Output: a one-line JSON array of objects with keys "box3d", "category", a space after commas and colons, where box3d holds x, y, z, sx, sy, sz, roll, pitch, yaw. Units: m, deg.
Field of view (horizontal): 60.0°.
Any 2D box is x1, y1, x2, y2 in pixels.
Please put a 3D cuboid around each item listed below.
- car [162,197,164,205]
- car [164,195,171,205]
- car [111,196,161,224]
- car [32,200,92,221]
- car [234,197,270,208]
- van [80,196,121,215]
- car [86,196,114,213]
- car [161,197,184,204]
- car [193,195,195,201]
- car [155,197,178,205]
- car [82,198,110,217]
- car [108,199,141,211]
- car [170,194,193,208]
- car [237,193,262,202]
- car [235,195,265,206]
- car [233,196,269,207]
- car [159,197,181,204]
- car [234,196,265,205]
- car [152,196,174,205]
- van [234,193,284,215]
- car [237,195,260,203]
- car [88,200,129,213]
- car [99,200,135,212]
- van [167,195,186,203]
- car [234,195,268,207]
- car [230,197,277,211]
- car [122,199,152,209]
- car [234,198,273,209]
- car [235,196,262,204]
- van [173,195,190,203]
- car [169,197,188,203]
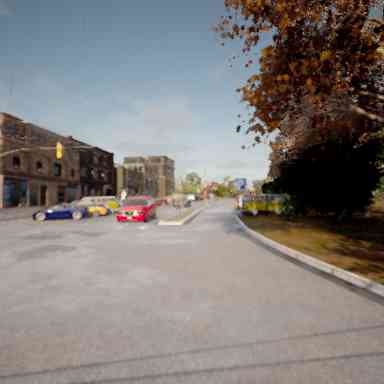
[{"box3d": [-8.164, 1.903, 60.136, 5.008, 1.535, 2.097, -2, -1, -12], "category": "car"}, {"box3d": [-7.232, 1.933, 66.101, 5.008, 1.535, 2.097, -2, 0, -11], "category": "car"}, {"box3d": [-4.219, 1.397, 26.196, 2.150, 2.045, 5.566, -1, 1, 5], "category": "car"}, {"box3d": [-11.863, 1.768, 30.196, 4.792, 1.488, 2.163, -2, 0, -15], "category": "car"}, {"box3d": [8.574, 1.531, 47.644, 4.674, 1.452, 2.002, 0, -1, -13], "category": "car"}, {"box3d": [-10.712, 1.556, 39.188, 4.442, 1.987, 1.878, -2, -1, -14], "category": "van"}, {"box3d": [-11.159, 1.642, 36.145, 4.553, 1.767, 2.185, -2, -1, -15], "category": "car"}, {"box3d": [-4.831, 2.005, 80.940, 5.366, 1.575, 1.946, -2, 0, -10], "category": "car"}, {"box3d": [-2.411, 2.051, 92.813, 5.008, 1.535, 2.097, -2, -1, -9], "category": "car"}, {"box3d": [-5.713, 1.977, 75.040, 4.892, 1.521, 2.231, -2, 0, -10], "category": "car"}, {"box3d": [-11.235, 1.739, 33.192, 5.366, 1.575, 1.946, -2, -1, -15], "category": "car"}, {"box3d": [-9.785, 1.877, 48.159, 4.674, 1.452, 2.002, -2, -1, -13], "category": "car"}, {"box3d": [-1.531, 1.554, 51.376, 2.097, 1.767, 4.553, -1, 0, 8], "category": "car"}, {"box3d": [14.225, 1.392, 82.770, 5.566, 2.045, 2.435, 0, -1, -9], "category": "car"}, {"box3d": [9.790, 1.408, 56.451, 4.553, 1.767, 2.185, 0, 0, -12], "category": "car"}, {"box3d": [9.529, 1.516, 53.557, 5.366, 1.575, 1.946, 0, -1, -12], "category": "car"}, {"box3d": [-5.202, 1.990, 78.015, 5.008, 1.535, 2.097, -2, -1, -10], "category": "car"}, {"box3d": [10.182, 1.547, 59.380, 5.008, 1.535, 2.097, 0, -1, -11], "category": "car"}, {"box3d": [-6.224, 1.836, 72.064, 4.553, 1.767, 2.185, -2, 0, -11], "category": "car"}, {"box3d": [6.843, 1.188, 32.897, 4.442, 1.987, 1.878, 0, 0, -14], "category": "van"}, {"box3d": [12.559, 1.484, 73.995, 4.553, 1.767, 2.185, 0, -1, -10], "category": "car"}, {"box3d": [-10.497, 1.804, 42.159, 4.892, 1.521, 2.231, -2, -1, -14], "category": "car"}, {"box3d": [-10.140, 1.860, 45.156, 4.674, 1.452, 2.002, -2, 0, -14], "category": "car"}, {"box3d": [-3.988, 1.786, 83.964, 4.442, 1.987, 1.878, -2, -1, -9], "category": "van"}, {"box3d": [8.923, 1.380, 50.577, 4.553, 1.767, 2.185, 0, -1, -12], "category": "car"}, {"box3d": [7.700, 1.459, 41.715, 5.366, 1.575, 1.946, 0, 0, -13], "category": "car"}, {"box3d": [-9.002, 1.910, 54.146, 4.674, 1.452, 2.002, -2, 0, -13], "category": "car"}, {"box3d": [8.218, 1.517, 44.705, 4.674, 1.452, 2.002, 0, -1, -13], "category": "car"}, {"box3d": [11.132, 1.602, 65.243, 4.792, 1.488, 2.163, 0, -1, -11], "category": "car"}, {"box3d": [-2.866, 1.810, 89.884, 4.442, 1.987, 1.878, -2, -1, -9], "category": "van"}, {"box3d": [-3.564, 2.058, 86.891, 4.792, 1.488, 2.163, -2, 0, -9], "category": "car"}]
